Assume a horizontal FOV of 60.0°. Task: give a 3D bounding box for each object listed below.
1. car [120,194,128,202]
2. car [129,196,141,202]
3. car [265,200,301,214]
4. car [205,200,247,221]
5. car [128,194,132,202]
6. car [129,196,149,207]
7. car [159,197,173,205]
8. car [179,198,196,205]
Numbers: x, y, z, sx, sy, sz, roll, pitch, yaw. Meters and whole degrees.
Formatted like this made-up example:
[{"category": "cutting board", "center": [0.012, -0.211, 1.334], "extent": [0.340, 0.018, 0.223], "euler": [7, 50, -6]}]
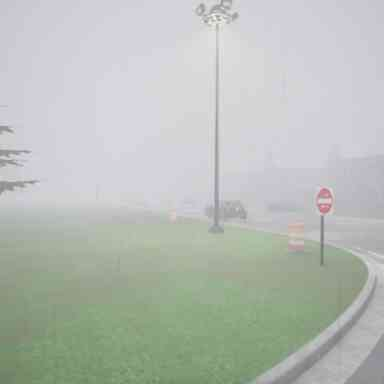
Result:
[{"category": "car", "center": [-15.787, 1.428, 80.477], "extent": [2.150, 2.045, 5.566], "euler": [0, 0, -23]}, {"category": "car", "center": [-15.024, 1.824, 87.531], "extent": [1.895, 1.301, 4.718], "euler": [0, 0, -23]}, {"category": "car", "center": [10.307, 1.658, 37.974], "extent": [2.128, 1.511, 4.902], "euler": [0, 0, -23]}, {"category": "car", "center": [2.834, 1.458, 28.798], "extent": [2.097, 1.767, 4.553], "euler": [0, 0, -23]}, {"category": "car", "center": [-11.674, 1.665, 70.954], "extent": [1.882, 1.535, 5.008], "euler": [0, 0, -23]}, {"category": "car", "center": [-8.526, 1.673, 55.088], "extent": [1.812, 1.442, 4.674], "euler": [0, 0, -23]}, {"category": "car", "center": [-5.047, 1.718, 64.438], "extent": [1.812, 1.442, 4.674], "euler": [0, 0, -23]}, {"category": "car", "center": [-0.997, 1.809, 64.139], "extent": [1.895, 1.301, 4.718], "euler": [0, 0, -23]}]
